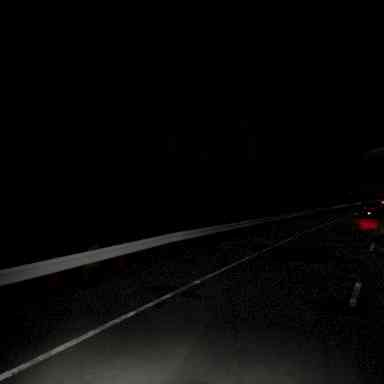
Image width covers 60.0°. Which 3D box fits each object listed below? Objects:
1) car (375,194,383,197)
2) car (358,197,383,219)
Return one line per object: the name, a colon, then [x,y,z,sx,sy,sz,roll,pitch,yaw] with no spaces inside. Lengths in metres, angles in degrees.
car: [22.150,1.225,38.112,2.150,2.045,5.566,0,0,36]
car: [16.085,1.508,29.582,1.837,1.490,4.892,0,0,35]
